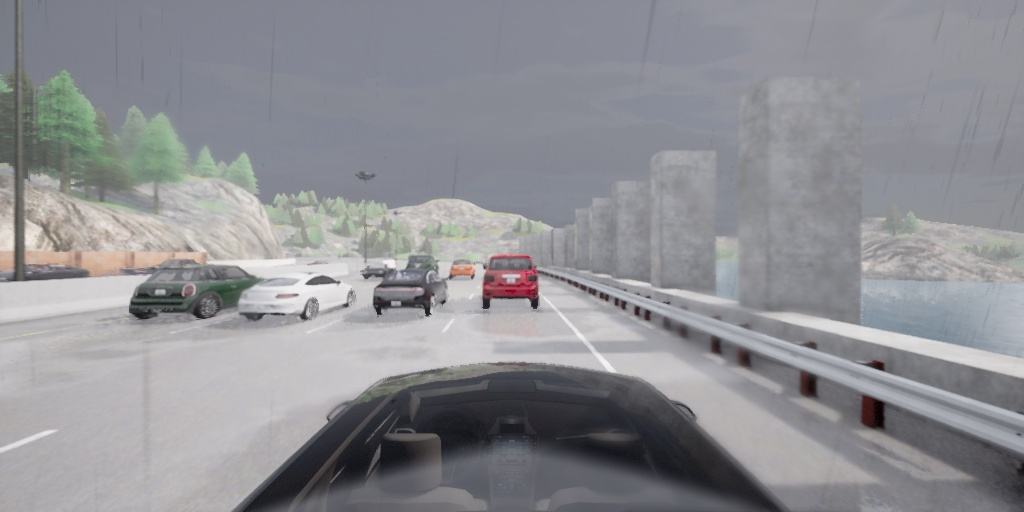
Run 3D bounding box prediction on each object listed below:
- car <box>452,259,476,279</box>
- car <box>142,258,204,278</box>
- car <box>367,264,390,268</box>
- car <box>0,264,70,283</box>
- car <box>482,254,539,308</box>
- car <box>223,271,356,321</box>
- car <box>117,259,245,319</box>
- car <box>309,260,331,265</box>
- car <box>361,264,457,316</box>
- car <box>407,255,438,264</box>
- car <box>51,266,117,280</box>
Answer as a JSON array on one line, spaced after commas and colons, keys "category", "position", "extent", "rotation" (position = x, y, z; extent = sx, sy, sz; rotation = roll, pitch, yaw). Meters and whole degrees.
[{"category": "car", "position": [-4.370, 1.060, 32.115], "extent": [2.097, 1.767, 4.553], "rotation": [0, 0, -4]}, {"category": "car", "position": [-32.956, 1.079, 35.083], "extent": [2.097, 1.767, 4.553], "rotation": [0, 0, -7]}, {"category": "car", "position": [-11.273, 1.316, 30.921], "extent": [1.895, 1.301, 4.718], "rotation": [0, 0, -4]}, {"category": "car", "position": [-28.491, 1.237, 21.431], "extent": [2.128, 1.511, 4.902], "rotation": [0, 0, -2]}, {"category": "car", "position": [-0.090, 0.951, 15.313], "extent": [2.150, 2.045, 5.566], "rotation": [0, 0, -1]}, {"category": "car", "position": [-7.049, 1.266, 12.240], "extent": [1.812, 1.442, 4.674], "rotation": [0, 0, -1]}, {"category": "car", "position": [-10.549, 1.094, 12.843], "extent": [2.097, 1.767, 4.553], "rotation": [0, 0, -1]}, {"category": "car", "position": [-28.793, 1.298, 53.707], "extent": [1.895, 1.301, 4.718], "rotation": [0, 0, -12]}, {"category": "car", "position": [-3.555, 1.227, 13.285], "extent": [2.128, 1.511, 4.902], "rotation": [0, 0, -1]}, {"category": "car", "position": [-7.817, 0.933, 31.650], "extent": [2.150, 2.045, 5.566], "rotation": [0, 0, -4]}, {"category": "car", "position": [-21.415, 1.342, 19.811], "extent": [1.895, 1.301, 4.718], "rotation": [0, 0, -2]}]
